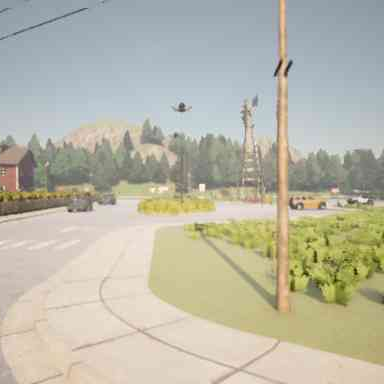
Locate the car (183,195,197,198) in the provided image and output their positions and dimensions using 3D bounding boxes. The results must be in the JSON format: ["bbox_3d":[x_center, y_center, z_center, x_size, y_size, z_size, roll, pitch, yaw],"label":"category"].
[{"bbox_3d":[-1.557,1.392,69.953,5.357,1.411,2.033,0,0,12],"label":"car"}]

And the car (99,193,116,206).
[{"bbox_3d":[-13.940,1.250,55.235,2.150,2.045,5.566,0,0,-5],"label":"car"}]

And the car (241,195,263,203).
[{"bbox_3d":[11.197,1.347,61.774,3.905,1.438,1.784,0,0,-6],"label":"car"}]

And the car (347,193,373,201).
[{"bbox_3d":[25.794,1.115,50.893,3.866,1.878,1.905,0,0,-6],"label":"car"}]

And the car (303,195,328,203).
[{"bbox_3d":[23.877,1.278,64.251,4.193,1.474,1.816,0,0,-6],"label":"car"}]

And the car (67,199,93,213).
[{"bbox_3d":[-12.315,1.531,36.928,2.033,1.411,5.357,0,0,-5],"label":"car"}]

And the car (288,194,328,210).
[{"bbox_3d":[13.629,1.190,39.425,4.605,1.855,1.932,0,0,-6],"label":"car"}]
